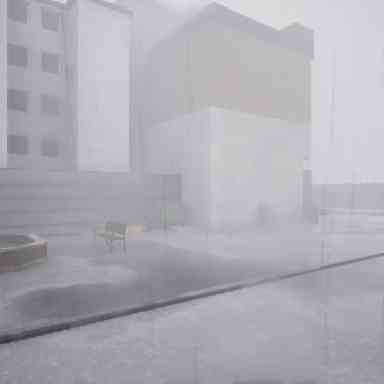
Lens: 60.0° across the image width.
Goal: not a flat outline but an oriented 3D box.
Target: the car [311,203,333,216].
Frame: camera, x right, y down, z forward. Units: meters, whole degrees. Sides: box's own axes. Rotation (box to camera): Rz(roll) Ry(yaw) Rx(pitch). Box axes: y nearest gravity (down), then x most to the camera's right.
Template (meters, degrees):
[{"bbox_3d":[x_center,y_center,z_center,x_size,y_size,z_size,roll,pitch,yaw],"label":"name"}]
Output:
[{"bbox_3d":[10.736,1.601,31.480,1.895,1.301,4.718,0,0,-35],"label":"car"}]
